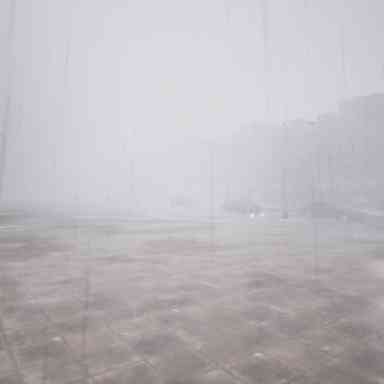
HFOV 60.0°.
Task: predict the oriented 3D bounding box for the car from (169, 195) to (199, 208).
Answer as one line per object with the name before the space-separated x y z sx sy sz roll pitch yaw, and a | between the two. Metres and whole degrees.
car | -1.016 1.188 41.751 2.128 1.511 4.902 -2 2 -35

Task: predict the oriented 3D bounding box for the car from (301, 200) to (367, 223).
car | 10.638 1.426 25.247 1.837 1.490 4.892 -2 2 -35

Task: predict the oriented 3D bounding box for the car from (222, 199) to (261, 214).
car | 4.897 1.376 33.368 1.994 1.385 4.181 -2 2 -36
